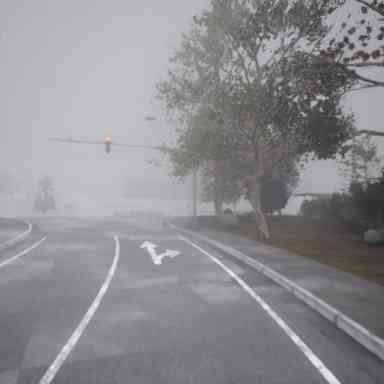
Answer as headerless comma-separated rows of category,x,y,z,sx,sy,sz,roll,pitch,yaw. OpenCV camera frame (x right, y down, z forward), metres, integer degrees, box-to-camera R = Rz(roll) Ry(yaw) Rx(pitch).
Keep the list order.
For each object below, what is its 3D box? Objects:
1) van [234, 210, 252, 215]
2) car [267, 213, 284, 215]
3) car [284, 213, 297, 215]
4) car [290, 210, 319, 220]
van,10.579,4.711,67.834,1.878,1.987,4.442,5,-9,-39
car,16.014,5.109,70.010,1.946,1.575,5.366,4,-9,-39
car,18.949,5.169,70.849,2.231,1.521,4.892,4,-9,-39
car,24.547,5.076,72.878,2.435,2.045,5.566,5,-9,-39
